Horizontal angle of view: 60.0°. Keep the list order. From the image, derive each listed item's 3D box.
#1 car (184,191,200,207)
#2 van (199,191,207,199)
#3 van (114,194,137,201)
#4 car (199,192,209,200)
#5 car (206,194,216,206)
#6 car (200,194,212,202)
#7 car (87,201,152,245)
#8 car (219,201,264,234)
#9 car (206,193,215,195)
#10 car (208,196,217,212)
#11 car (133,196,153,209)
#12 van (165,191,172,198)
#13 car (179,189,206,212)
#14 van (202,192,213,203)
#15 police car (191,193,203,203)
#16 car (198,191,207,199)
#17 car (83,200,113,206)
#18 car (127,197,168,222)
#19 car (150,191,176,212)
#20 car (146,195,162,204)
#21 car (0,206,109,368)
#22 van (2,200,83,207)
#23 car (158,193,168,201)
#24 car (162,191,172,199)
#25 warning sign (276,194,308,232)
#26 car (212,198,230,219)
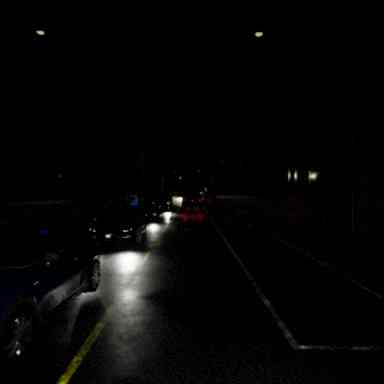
[{"bbox_3d":[0.009,0.875,46.160,2.150,2.045,5.566,0,0,0],"label":"car"},{"bbox_3d":[2.619,0.767,79.021,1.690,1.788,3.998,0,0,0],"label":"van"},{"bbox_3d":[-5.825,1.082,29.294,1.690,1.788,3.998,0,0,0],"label":"van"},{"bbox_3d":[2.631,0.907,73.498,1.967,1.590,4.097,0,0,0],"label":"car"},{"bbox_3d":[2.713,1.281,34.991,1.752,1.417,4.829,0,0,0],"label":"car"},{"bbox_3d":[2.654,1.100,62.448,2.008,1.369,4.403,0,0,0],"label":"car"},{"bbox_3d":[-3.121,1.374,14.792,1.837,1.490,4.892,0,0,0],"label":"car"},{"bbox_3d":[2.749,1.427,18.245,1.887,1.381,4.507,0,0,0],"label":"car"},{"bbox_3d":[2.690,1.218,45.872,1.887,1.381,4.507,0,0,0],"label":"car"},{"bbox_3d":[2.725,1.343,29.296,1.887,1.381,4.507,0,0,0],"label":"car"},{"bbox_3d":[-5.845,1.240,40.346,1.802,1.307,4.206,0,0,0],"label":"car"},{"bbox_3d":[-5.922,0.669,84.542,1.690,1.788,3.998,0,0,0],"label":"van"},{"bbox_3d":[0.040,0.957,35.543,2.150,2.045,5.566,0,1,0],"label":"car"},{"bbox_3d":[2.667,0.932,56.920,1.690,1.788,3.998,0,0,0],"label":"van"},{"bbox_3d":[0.799,1.003,56.968,1.930,1.638,5.238,0,0,0],"label":"police car"},{"bbox_3d":[2.607,0.700,84.547,2.192,1.841,5.009,0,0,0],"label":"car"},{"bbox_3d":[-5.806,1.370,18.247,1.887,1.381,4.507,0,0,0],"label":"car"},{"bbox_3d":[-3.138,1.342,24.584,2.033,1.411,5.357,0,0,-1],"label":"car"},{"bbox_3d":[-3.117,1.069,34.881,2.097,1.767,4.553,0,0,0],"label":"car"},{"bbox_3d":[-5.864,1.126,51.395,2.008,1.369,4.403,0,0,0],"label":"car"},{"bbox_3d":[-3.165,1.293,5.676,2.097,1.767,4.553,0,0,2],"label":"car"},{"bbox_3d":[-5.795,1.209,12.720,1.690,1.788,3.998,0,0,0],"label":"van"},{"bbox_3d":[-5.893,0.978,67.800,1.752,1.417,4.829,0,0,0],"label":"car"},{"bbox_3d":[-5.912,0.684,79.017,2.192,1.841,5.009,0,0,0],"label":"car"},{"bbox_3d":[5.049,1.023,16.861,1.300,1.860,1.060,1,1,0],"label":"warning sign"},{"bbox_3d":[2.737,1.385,23.770,1.887,1.381,4.507,0,0,0],"label":"car"}]
